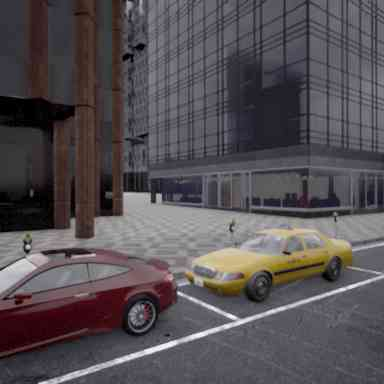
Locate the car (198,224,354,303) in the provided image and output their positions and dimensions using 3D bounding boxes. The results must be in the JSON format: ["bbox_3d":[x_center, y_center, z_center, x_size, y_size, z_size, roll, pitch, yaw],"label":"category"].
[{"bbox_3d":[2.092,1.506,8.176,4.829,1.417,1.752,0,0,-36],"label":"car"}]

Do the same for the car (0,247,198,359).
[{"bbox_3d":[-2.182,1.579,5.097,4.206,1.307,1.802,0,0,-36],"label":"car"}]
